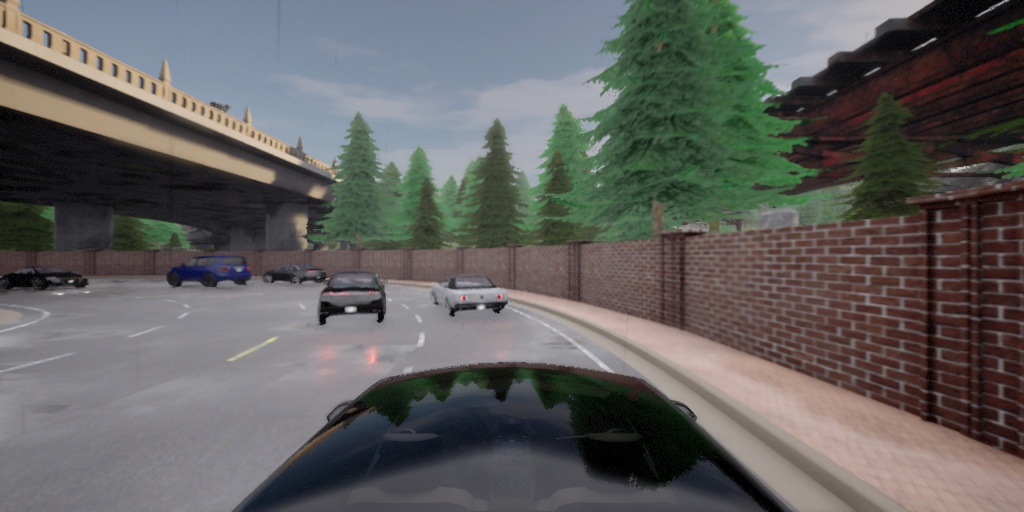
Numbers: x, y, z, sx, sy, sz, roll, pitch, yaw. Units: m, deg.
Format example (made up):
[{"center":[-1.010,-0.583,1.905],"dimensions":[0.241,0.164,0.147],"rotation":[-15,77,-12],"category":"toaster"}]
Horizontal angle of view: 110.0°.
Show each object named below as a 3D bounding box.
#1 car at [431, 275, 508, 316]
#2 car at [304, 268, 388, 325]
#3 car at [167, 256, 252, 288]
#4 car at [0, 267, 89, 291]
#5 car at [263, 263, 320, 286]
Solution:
[{"center":[-1.826,1.371,13.626],"dimensions":[1.895,1.301,4.718],"rotation":[0,0,-22],"category":"car"},{"center":[-5.289,1.259,12.117],"dimensions":[2.128,1.511,4.902],"rotation":[0,0,-21],"category":"car"},{"center":[-20.116,1.010,23.900],"dimensions":[5.566,2.045,2.150],"rotation":[0,0,17],"category":"car"},{"center":[-28.717,1.349,22.050],"dimensions":[4.181,1.385,1.994],"rotation":[0,0,8],"category":"car"},{"center":[-15.722,1.283,25.914],"dimensions":[4.902,1.511,2.128],"rotation":[0,0,22],"category":"car"}]
